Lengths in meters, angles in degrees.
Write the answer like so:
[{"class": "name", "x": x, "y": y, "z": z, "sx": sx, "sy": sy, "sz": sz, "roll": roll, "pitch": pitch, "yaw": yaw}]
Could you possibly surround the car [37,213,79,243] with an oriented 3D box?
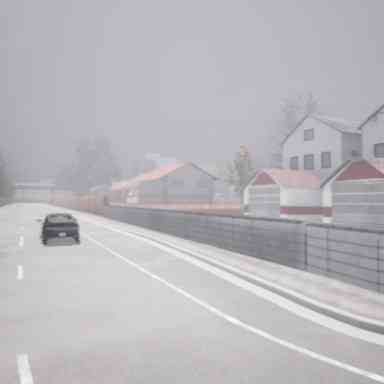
[{"class": "car", "x": -7.614, "y": 1.945, "z": 18.924, "sx": 1.837, "sy": 1.490, "sz": 4.892, "roll": 1, "pitch": -2, "yaw": -27}]
